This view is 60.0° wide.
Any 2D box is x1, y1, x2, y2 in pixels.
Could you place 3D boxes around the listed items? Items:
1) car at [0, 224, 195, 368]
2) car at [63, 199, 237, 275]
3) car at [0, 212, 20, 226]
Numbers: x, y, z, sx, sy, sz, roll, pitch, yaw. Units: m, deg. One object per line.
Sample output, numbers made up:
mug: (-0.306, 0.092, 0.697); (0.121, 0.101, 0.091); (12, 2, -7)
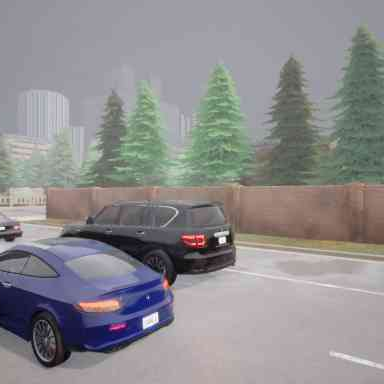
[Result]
car: (-2.415, 1.526, 5.731); (4.674, 1.442, 1.812); (0, 0, 36)
car: (-1.463, 1.221, 9.348); (5.566, 2.045, 2.150); (0, 0, 36)
car: (-9.760, 1.547, 15.263); (5.357, 1.411, 2.033); (0, 0, 39)
